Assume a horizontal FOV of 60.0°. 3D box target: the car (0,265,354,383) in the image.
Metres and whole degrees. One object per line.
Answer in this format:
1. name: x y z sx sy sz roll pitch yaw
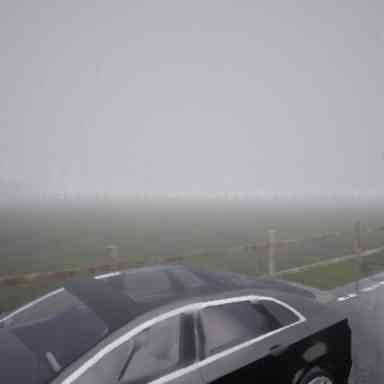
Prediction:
1. car: -0.583 1.500 2.758 4.902 1.511 2.128 0 0 -36
